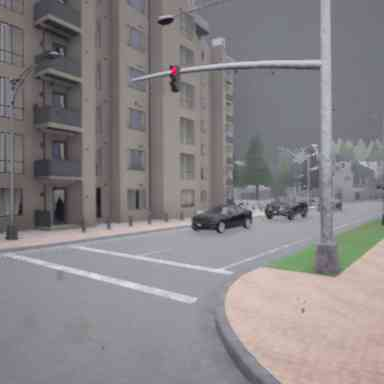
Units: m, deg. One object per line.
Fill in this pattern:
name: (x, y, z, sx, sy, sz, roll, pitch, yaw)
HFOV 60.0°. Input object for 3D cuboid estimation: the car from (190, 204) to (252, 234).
car: (1.879, 1.530, 20.183, 1.882, 1.535, 5.008, 0, 0, 37)

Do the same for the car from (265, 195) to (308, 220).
car: (8.278, 1.264, 28.744, 2.150, 2.045, 5.566, 0, 0, 37)

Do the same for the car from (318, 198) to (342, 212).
car: (16.546, 1.536, 39.688, 1.837, 1.490, 4.892, 0, -1, 37)
